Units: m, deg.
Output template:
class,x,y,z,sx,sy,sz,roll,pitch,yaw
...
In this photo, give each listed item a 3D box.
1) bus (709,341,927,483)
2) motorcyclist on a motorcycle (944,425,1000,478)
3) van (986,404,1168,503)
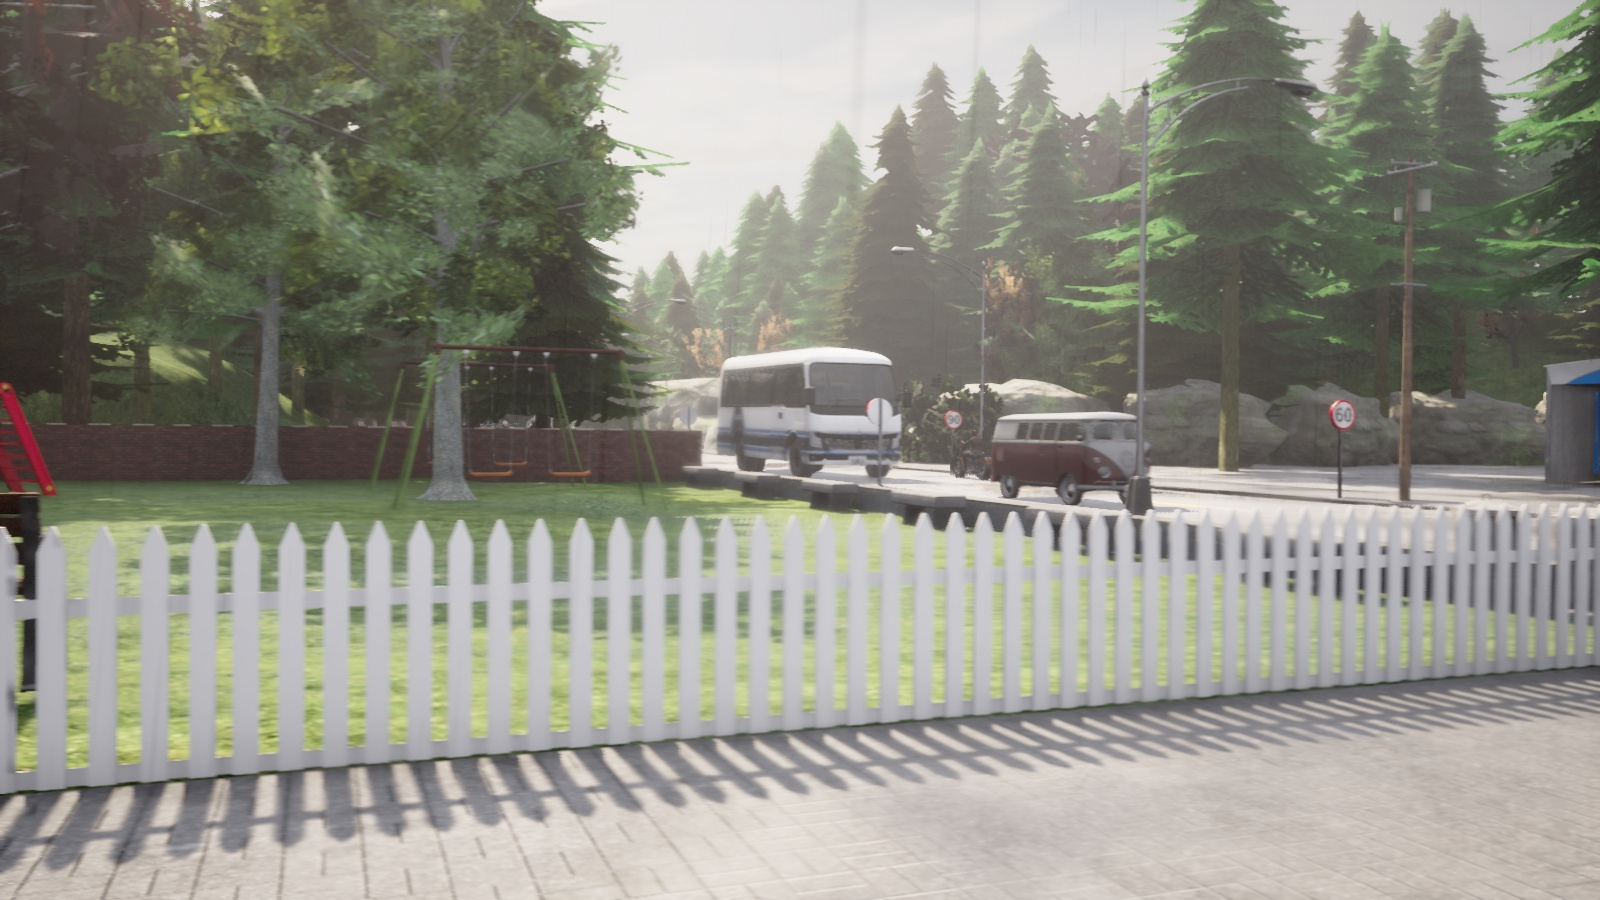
class,x,y,z,sx,sy,sz,roll,pitch,yaw
bus,0.257,-1.280,43.006,3.944,4.253,10.273,-1,2,-21
motorcyclist on a motorcycle,5.518,0.031,40.469,0.766,1.649,2.350,-1,1,-21
van,6.021,0.033,27.850,1.775,1.987,4.442,-1,1,-21
